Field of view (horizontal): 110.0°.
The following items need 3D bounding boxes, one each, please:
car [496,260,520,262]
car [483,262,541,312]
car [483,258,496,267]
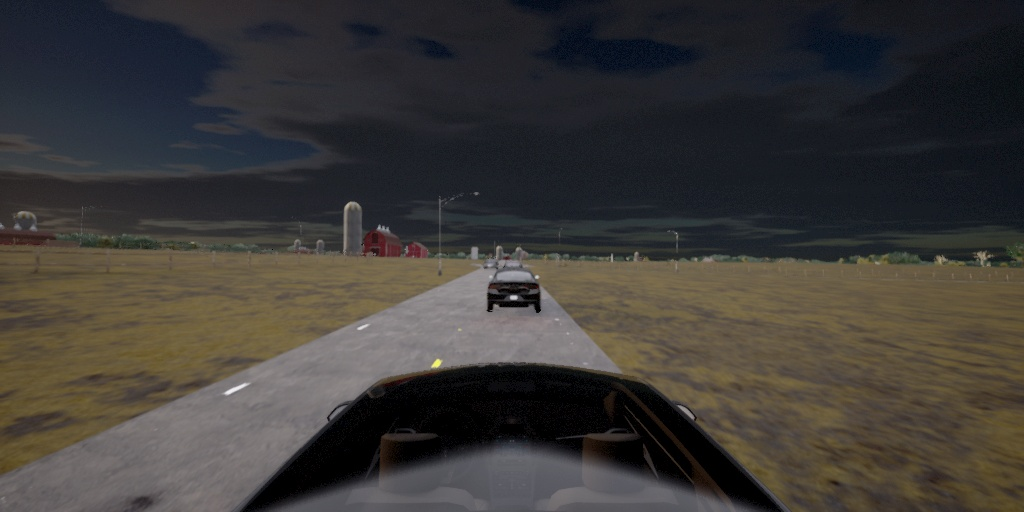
[{"bbox_3d":[0.085,1.151,28.852,2.128,1.511,4.902,0,0,0],"label":"car"},{"bbox_3d":[0.077,1.182,14.091,1.882,1.535,5.008,0,0,0],"label":"car"},{"bbox_3d":[-2.797,1.090,48.227,2.128,1.511,4.902,0,0,0],"label":"car"}]
